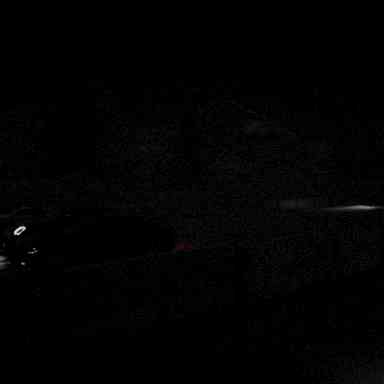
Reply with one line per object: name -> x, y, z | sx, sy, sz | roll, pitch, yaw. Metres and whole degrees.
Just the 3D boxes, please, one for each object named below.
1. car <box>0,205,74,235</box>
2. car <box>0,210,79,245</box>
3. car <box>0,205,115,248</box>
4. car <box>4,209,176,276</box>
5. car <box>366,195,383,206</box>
car -> -9.312, 1.519, 18.843 | 4.674, 1.442, 1.812 | 0, 0, -35
car -> -7.950, 1.596, 15.517 | 4.718, 1.301, 1.895 | 0, 0, -35
car -> -4.951, 1.343, 13.354 | 4.553, 1.767, 2.097 | 0, 0, -35
car -> -2.893, 1.468, 10.523 | 5.008, 1.535, 1.882 | 0, 0, -35
car -> 24.438, 1.076, 42.860 | 4.718, 1.301, 1.895 | -1, 1, -35
